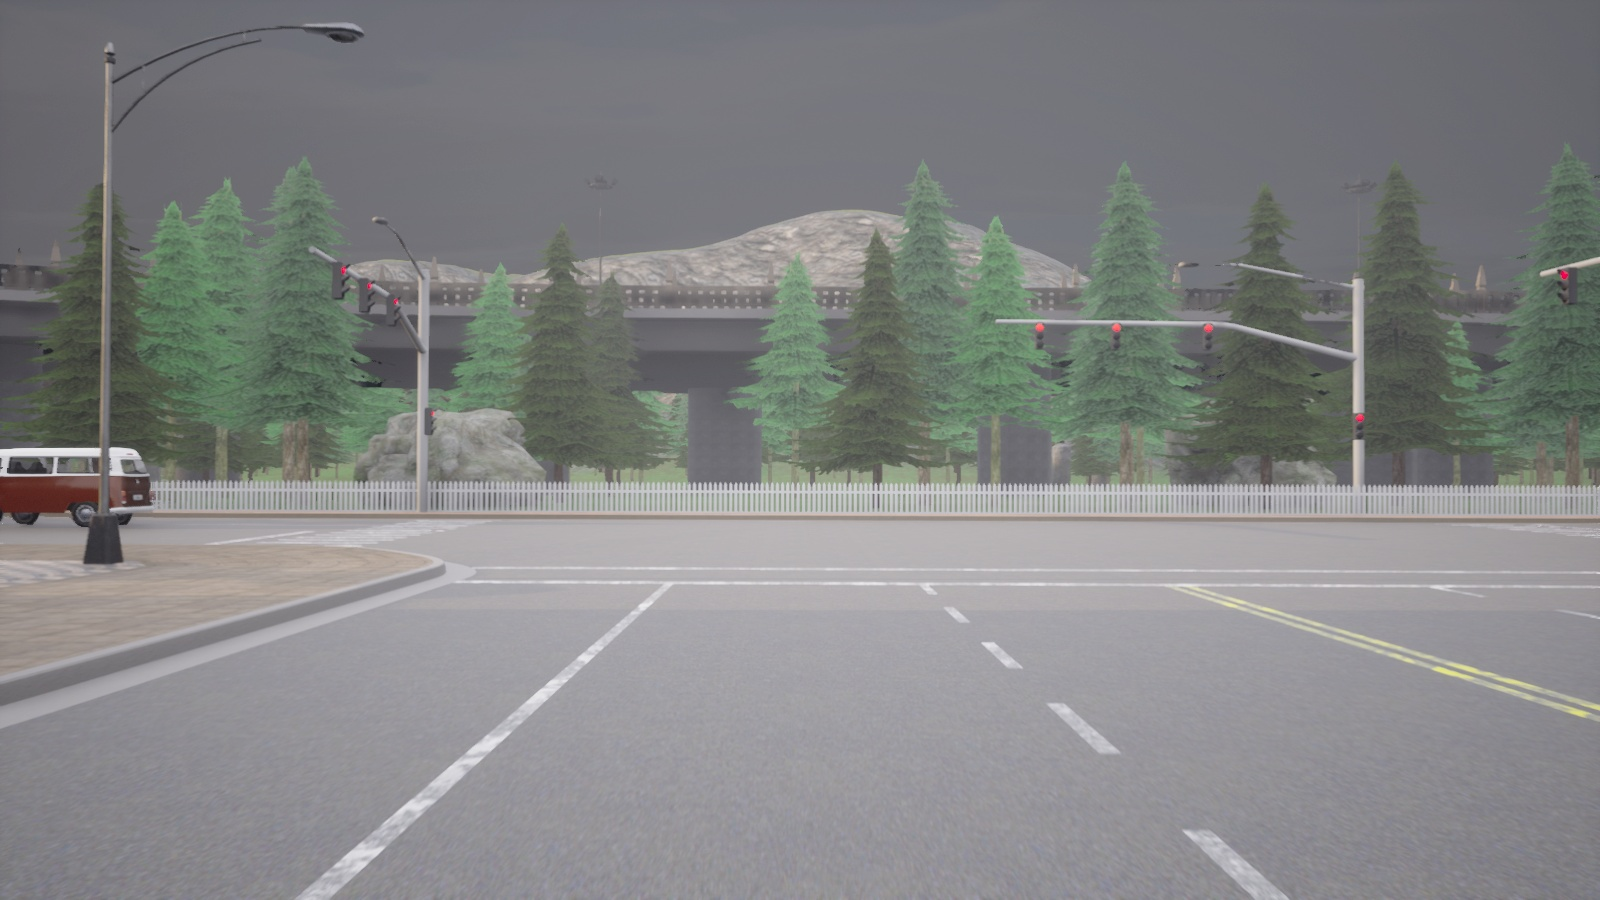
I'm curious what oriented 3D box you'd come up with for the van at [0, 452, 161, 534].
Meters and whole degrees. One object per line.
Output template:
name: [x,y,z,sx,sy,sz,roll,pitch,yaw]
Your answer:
van: [-19.236,1.101,32.351,4.480,2.038,2.069,0,-1,0]
